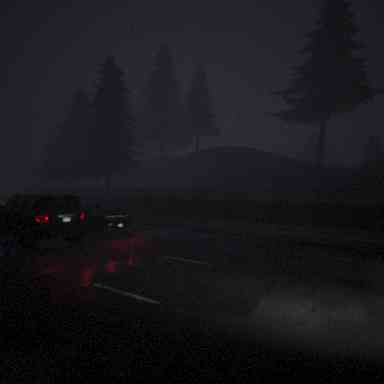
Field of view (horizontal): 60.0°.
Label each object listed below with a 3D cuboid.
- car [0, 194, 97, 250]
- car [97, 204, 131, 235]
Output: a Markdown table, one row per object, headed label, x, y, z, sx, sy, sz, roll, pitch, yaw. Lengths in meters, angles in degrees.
| label | x | y | z | sx | sy | sz | roll | pitch | yaw |
| --- | --- | --- | --- | --- | --- | --- | --- | --- | --- |
| car | -6.638 | 1.094 | 14.089 | 5.566 | 2.045 | 2.150 | 1 | 0 | 42 |
| car | -5.227 | 1.360 | 17.579 | 4.902 | 1.511 | 2.128 | 1 | 0 | 42 |
